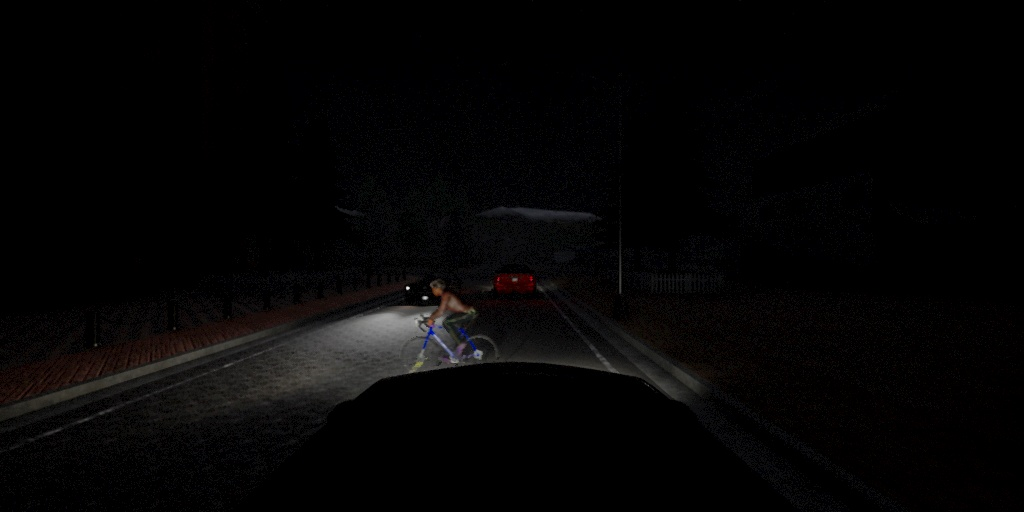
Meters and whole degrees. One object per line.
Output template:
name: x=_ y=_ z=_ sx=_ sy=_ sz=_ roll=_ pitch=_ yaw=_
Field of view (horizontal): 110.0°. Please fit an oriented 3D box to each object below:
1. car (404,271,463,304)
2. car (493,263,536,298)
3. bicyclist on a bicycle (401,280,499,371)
car: x=-3.518 y=1.403 z=16.788 sx=1.895 sy=1.301 sz=4.718 roll=0 pitch=0 yaw=1
car: x=0.145 y=1.163 z=19.183 sx=2.097 sy=1.767 sz=4.553 roll=0 pitch=0 yaw=0
bicyclist on a bicycle: x=-1.059 y=1.217 z=6.012 sx=1.656 sy=1.620 sz=0.582 roll=-2 pitch=0 yaw=0
